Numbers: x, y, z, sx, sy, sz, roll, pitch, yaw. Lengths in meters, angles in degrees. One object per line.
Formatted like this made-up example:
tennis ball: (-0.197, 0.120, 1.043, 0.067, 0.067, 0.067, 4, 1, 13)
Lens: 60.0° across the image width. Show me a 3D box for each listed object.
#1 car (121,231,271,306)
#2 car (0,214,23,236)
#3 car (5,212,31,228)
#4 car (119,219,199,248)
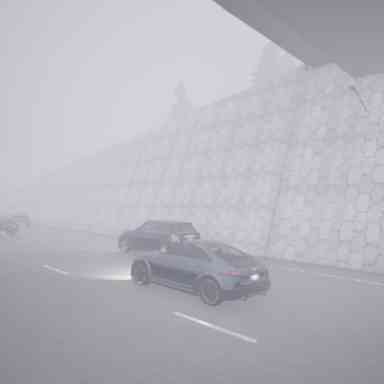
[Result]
car: (0.086, 2.042, 9.387, 1.994, 1.385, 4.181, 4, -4, -45)
car: (-14.025, 2.406, 23.567, 1.895, 1.301, 4.718, 4, -4, -45)
car: (-16.689, 2.614, 31.207, 1.837, 1.490, 4.892, 4, -4, -45)
car: (-1.591, 2.111, 16.045, 2.097, 1.767, 4.553, 4, -4, -45)
